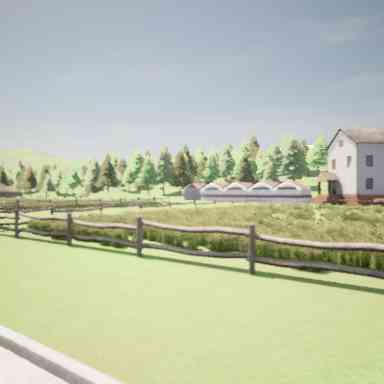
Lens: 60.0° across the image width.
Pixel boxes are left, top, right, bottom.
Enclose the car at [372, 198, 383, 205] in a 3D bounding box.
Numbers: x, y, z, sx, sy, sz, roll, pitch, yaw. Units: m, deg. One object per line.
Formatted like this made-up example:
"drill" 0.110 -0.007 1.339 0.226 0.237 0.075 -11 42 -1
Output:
"car" 27.741 1.219 46.275 4.605 1.855 1.932 0 0 35
